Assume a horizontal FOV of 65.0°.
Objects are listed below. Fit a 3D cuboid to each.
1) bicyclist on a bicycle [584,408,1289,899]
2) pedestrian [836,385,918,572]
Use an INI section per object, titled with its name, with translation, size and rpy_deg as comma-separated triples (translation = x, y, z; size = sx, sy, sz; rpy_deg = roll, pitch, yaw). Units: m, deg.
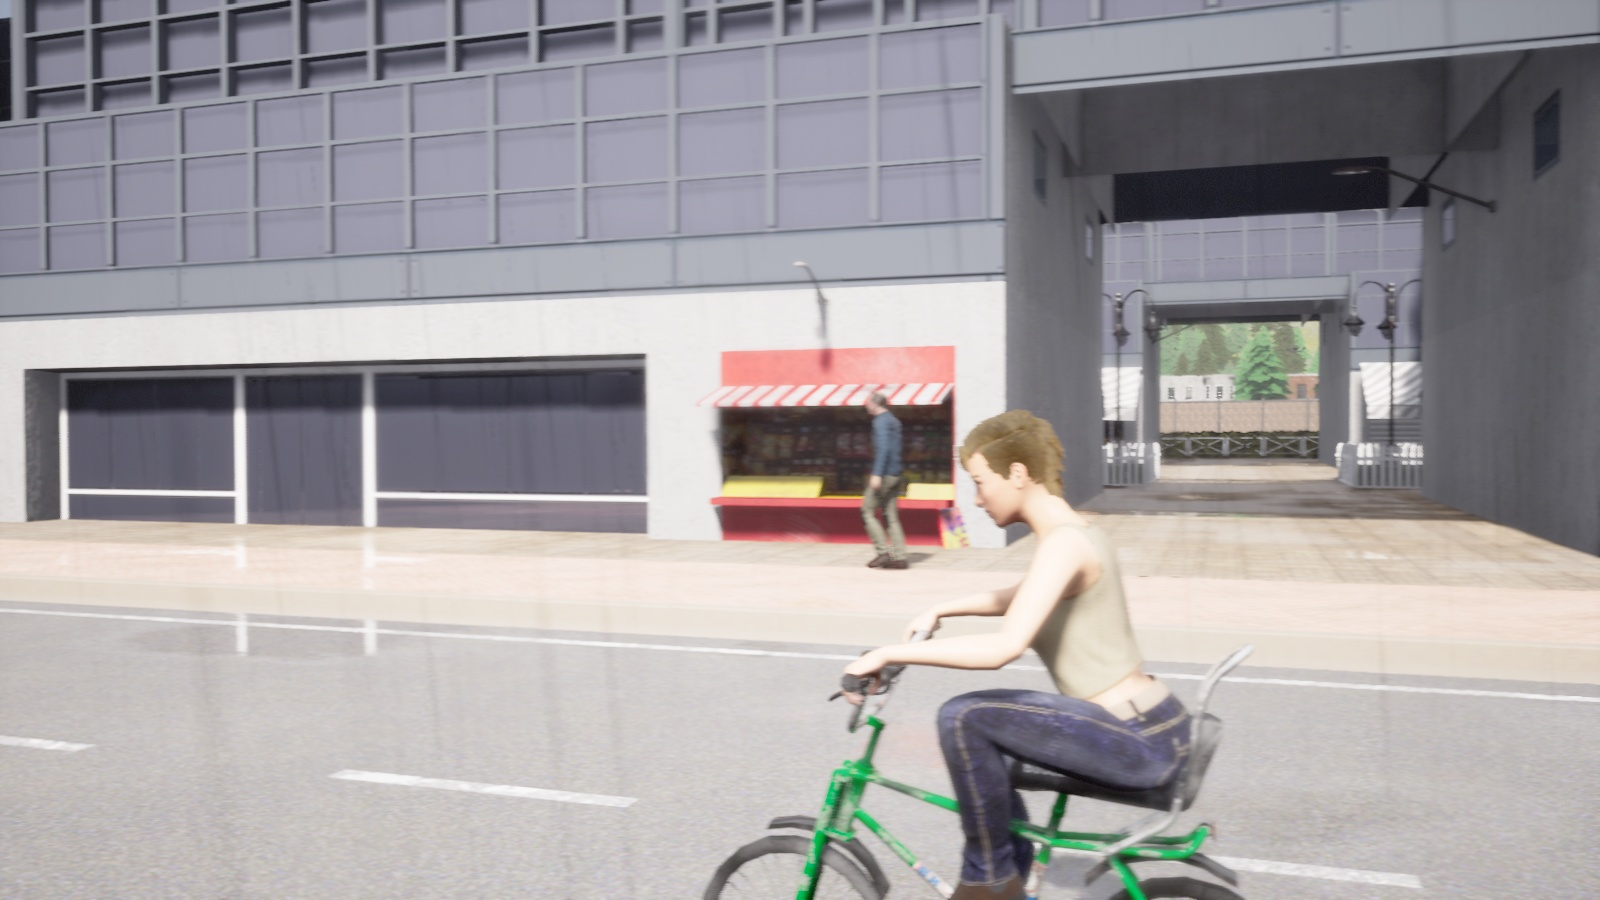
[bicyclist on a bicycle]
translation = 0.356, 0.712, 3.067
size = 1.509, 1.612, 0.866
rpy_deg = 1, 1, 19
[pedestrian]
translation = 0.774, 0.275, 12.634
size = 0.726, 1.842, 0.402
rpy_deg = 1, 1, 23
